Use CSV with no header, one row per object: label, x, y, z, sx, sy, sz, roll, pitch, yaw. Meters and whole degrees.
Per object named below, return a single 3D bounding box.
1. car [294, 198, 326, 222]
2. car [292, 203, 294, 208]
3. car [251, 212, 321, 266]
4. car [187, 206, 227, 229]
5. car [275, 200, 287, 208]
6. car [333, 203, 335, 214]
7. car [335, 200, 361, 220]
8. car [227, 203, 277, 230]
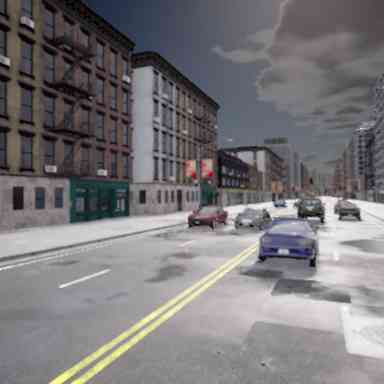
car,10.617,1.537,29.585,2.150,2.045,5.566,-1,-1,22
car,19.445,2.206,60.566,2.033,1.411,5.357,-1,-1,22
car,3.631,1.662,12.204,1.812,1.442,4.674,-1,-1,22
car,1.281,1.775,24.330,1.882,1.535,5.008,-1,-1,22
car,16.416,2.166,61.771,1.882,1.535,5.008,-1,-1,23
car,18.877,1.777,41.643,2.097,1.767,4.553,-1,-1,22
car,14.953,1.827,31.752,1.837,1.490,4.892,-1,-1,22
car,4.293,1.759,23.102,2.128,1.511,4.902,-1,-1,22
